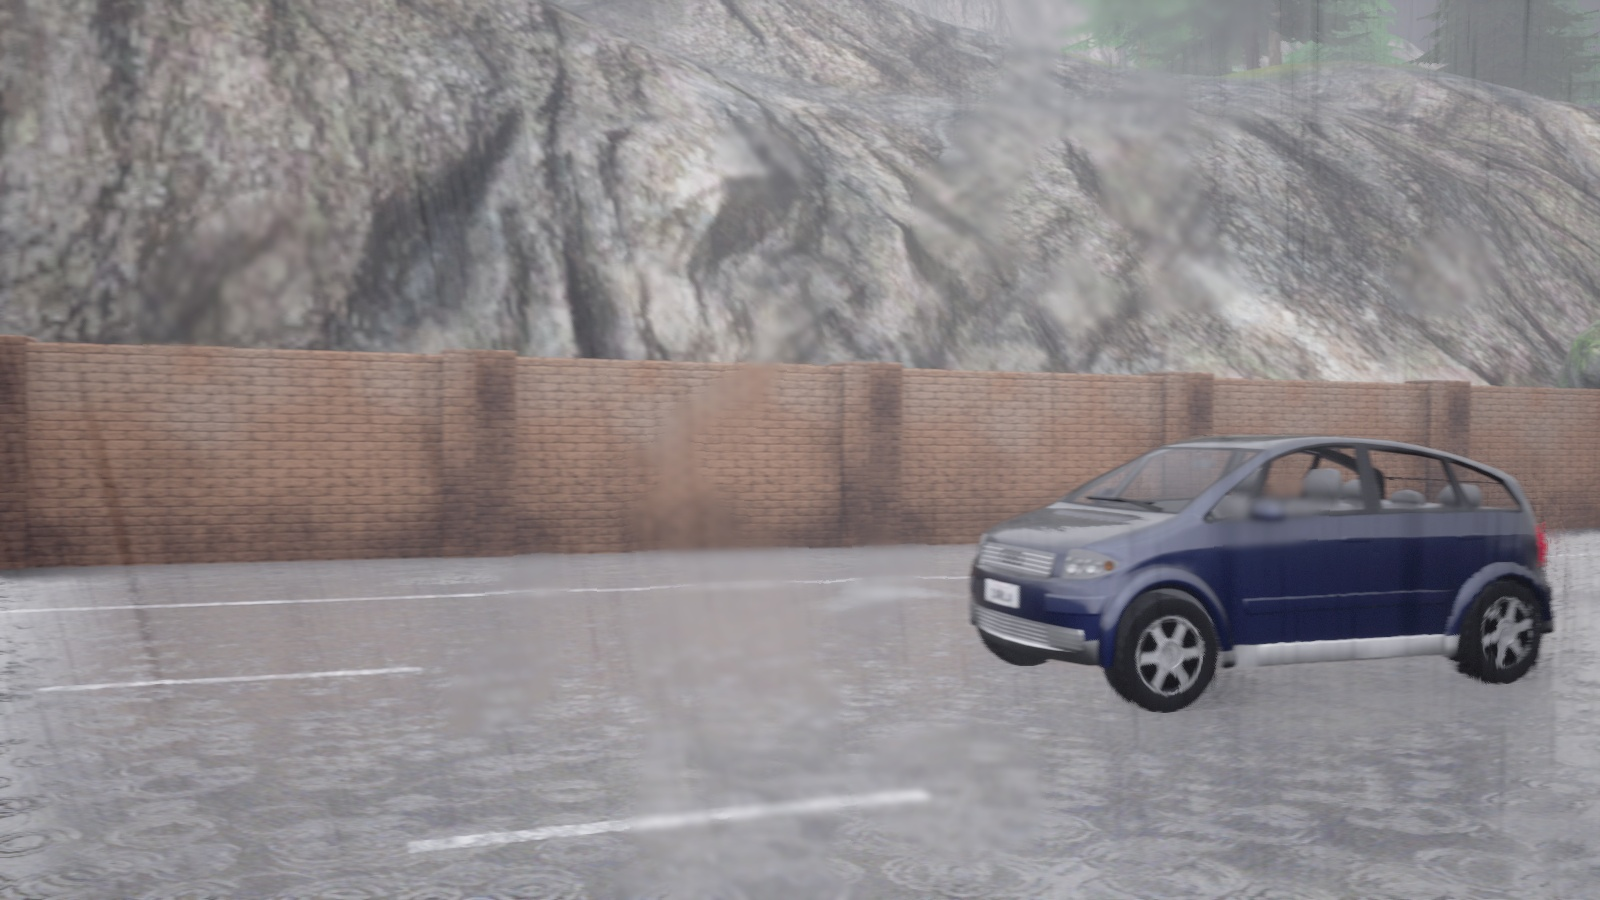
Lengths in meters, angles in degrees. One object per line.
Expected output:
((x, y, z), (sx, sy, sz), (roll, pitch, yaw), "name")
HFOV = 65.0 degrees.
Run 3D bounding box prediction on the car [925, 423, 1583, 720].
((2.872, 0.616, 8.075), (3.705, 1.549, 1.789), (-1, 1, -21), "car")
